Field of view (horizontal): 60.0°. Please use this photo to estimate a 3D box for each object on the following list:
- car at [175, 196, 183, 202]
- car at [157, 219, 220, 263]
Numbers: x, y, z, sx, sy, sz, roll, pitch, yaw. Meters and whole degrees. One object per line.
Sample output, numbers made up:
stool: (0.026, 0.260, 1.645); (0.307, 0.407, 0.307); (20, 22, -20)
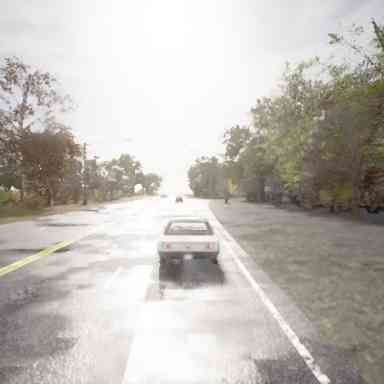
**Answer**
car: (-2.913, 1.607, 75.669); (2.033, 1.411, 5.357); (0, 0, -2)
car: (-0.119, 1.610, 11.948); (1.895, 1.301, 4.718); (0, 0, 0)
